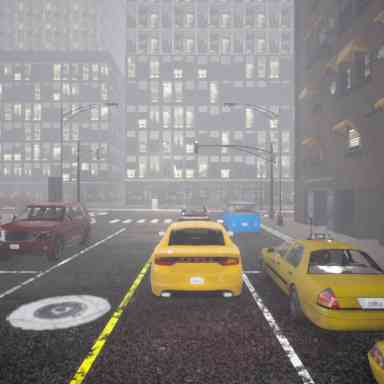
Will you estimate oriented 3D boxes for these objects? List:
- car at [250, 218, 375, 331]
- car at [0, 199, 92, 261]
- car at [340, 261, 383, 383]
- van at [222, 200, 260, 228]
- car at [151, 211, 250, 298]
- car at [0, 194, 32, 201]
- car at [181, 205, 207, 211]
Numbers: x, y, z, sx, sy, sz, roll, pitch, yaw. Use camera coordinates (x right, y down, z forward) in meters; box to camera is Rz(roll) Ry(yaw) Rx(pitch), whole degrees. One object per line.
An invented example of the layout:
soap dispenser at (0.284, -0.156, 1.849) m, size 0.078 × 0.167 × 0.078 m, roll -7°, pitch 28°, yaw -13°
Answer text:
car at (2.576, 1.527, 6.977) m, size 1.752 × 1.417 × 4.829 m, roll 0°, pitch 0°, yaw 0°
car at (-5.298, 1.318, 12.457) m, size 2.192 × 1.841 × 5.009 m, roll 0°, pitch 0°, yaw 0°
car at (2.570, 1.526, 1.337) m, size 1.752 × 1.417 × 4.829 m, roll 0°, pitch 0°, yaw 0°
van at (2.588, 1.346, 18.088) m, size 1.690 × 1.788 × 3.998 m, roll 0°, pitch 0°, yaw 0°
car at (0.108, 1.479, 8.588) m, size 1.882 × 1.535 × 5.008 m, roll 0°, pitch 0°, yaw 0°
car at (-20.833, 1.112, 38.090) m, size 5.009 × 1.841 × 2.192 m, roll 1°, pitch -1°, yaw 0°
car at (0.125, 1.497, 19.059) m, size 2.128 × 1.511 × 4.902 m, roll 0°, pitch 0°, yaw 0°
